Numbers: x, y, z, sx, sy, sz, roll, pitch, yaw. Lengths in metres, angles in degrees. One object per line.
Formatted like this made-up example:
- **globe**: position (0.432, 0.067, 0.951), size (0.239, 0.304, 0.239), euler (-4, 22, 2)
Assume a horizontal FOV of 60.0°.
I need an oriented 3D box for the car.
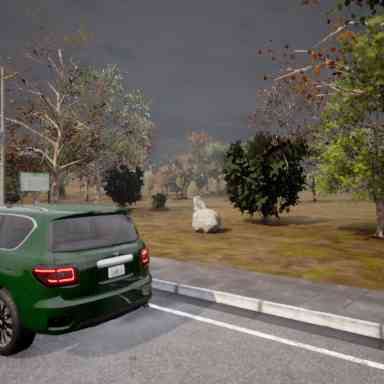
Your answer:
- **car**: position (-3.265, 1.221, 6.299), size (5.566, 2.045, 2.150), euler (0, 0, 35)
